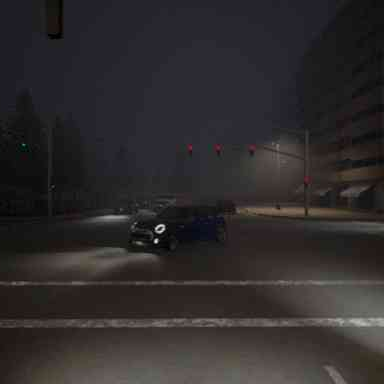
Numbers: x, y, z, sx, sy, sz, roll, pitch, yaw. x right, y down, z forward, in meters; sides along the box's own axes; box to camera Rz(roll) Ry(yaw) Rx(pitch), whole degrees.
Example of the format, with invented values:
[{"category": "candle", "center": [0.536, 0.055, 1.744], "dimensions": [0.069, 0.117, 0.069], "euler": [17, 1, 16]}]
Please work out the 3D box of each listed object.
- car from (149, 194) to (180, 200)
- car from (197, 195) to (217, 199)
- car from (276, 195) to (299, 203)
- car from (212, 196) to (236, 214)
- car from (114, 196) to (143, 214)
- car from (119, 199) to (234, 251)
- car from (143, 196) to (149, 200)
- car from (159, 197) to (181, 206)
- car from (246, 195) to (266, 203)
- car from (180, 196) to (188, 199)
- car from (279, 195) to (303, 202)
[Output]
[{"category": "car", "center": [-3.272, 1.212, 40.397], "dimensions": [2.150, 2.045, 5.566], "euler": [0, 0, 6]}, {"category": "car", "center": [2.086, 1.478, 59.894], "dimensions": [2.128, 1.511, 4.902], "euler": [0, 0, 30]}, {"category": "car", "center": [19.601, 1.580, 68.452], "dimensions": [4.718, 1.301, 1.895], "euler": [0, 0, -30]}, {"category": "car", "center": [3.465, 1.469, 34.946], "dimensions": [1.882, 1.535, 5.008], "euler": [0, 0, 0]}, {"category": "car", "center": [-6.921, 1.483, 35.286], "dimensions": [2.128, 1.511, 4.902], "euler": [0, 0, 2]}, {"category": "car", "center": [-0.500, 1.364, 14.272], "dimensions": [2.097, 1.767, 4.553], "euler": [0, 0, 43]}, {"category": "car", "center": [-6.370, 1.342, 44.371], "dimensions": [2.097, 1.767, 4.553], "euler": [0, 0, 7]}, {"category": "car", "center": [-3.655, 1.513, 55.911], "dimensions": [1.812, 1.442, 4.674], "euler": [0, 0, 22]}, {"category": "car", "center": [13.142, 1.462, 68.108], "dimensions": [5.008, 1.535, 1.882], "euler": [0, 0, -41]}, {"category": "car", "center": [-1.813, 1.340, 50.398], "dimensions": [2.097, 1.767, 4.553], "euler": [0, 0, 16]}, {"category": "car", "center": [21.938, 1.508, 73.634], "dimensions": [4.902, 1.511, 2.128], "euler": [0, 0, -22]}]
